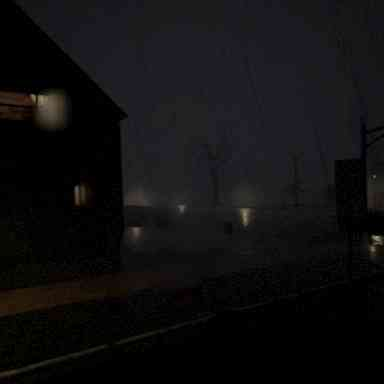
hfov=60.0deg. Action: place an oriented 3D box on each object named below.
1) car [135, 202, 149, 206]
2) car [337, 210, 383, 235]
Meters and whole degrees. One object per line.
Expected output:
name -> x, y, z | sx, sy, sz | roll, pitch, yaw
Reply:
car -> -8.038, 2.337, 52.570 | 1.994, 1.385, 4.181 | -3, 1, -30
car -> 11.026, 1.855, 19.656 | 1.837, 1.490, 4.892 | -3, 1, -30
